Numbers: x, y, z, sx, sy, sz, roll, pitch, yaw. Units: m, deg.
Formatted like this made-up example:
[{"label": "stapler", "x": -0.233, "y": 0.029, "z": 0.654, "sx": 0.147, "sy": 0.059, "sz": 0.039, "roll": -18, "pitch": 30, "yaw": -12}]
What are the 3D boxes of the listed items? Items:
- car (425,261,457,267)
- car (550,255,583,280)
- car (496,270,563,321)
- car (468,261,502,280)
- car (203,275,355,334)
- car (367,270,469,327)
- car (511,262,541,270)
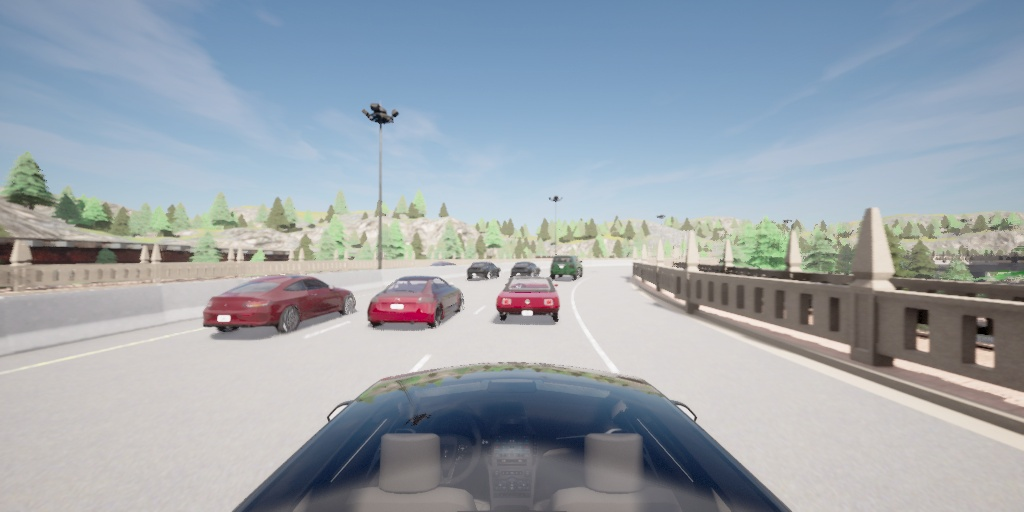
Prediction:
[{"label": "car", "x": -8.863, "y": 1.367, "z": 44.707, "sx": 2.033, "sy": 1.411, "sz": 5.357, "roll": 0, "pitch": 0, "yaw": 23}, {"label": "car", "x": 4.811, "y": 0.965, "z": 31.121, "sx": 2.150, "sy": 2.045, "sz": 5.566, "roll": 0, "pitch": 0, "yaw": 19}, {"label": "car", "x": 0.680, "y": 1.352, "z": 12.526, "sx": 1.895, "sy": 1.301, "sz": 4.718, "roll": 0, "pitch": 0, "yaw": 6}, {"label": "car", "x": -2.355, "y": 1.274, "z": 31.562, "sx": 1.837, "sy": 1.490, "sz": 4.892, "roll": -1, "pitch": 0, "yaw": 18}, {"label": "car", "x": -6.501, "y": 1.283, "z": 10.599, "sx": 1.812, "sy": 1.442, "sz": 4.674, "roll": 0, "pitch": 0, "yaw": 4}, {"label": "car", "x": -2.896, "y": 1.319, "z": 11.569, "sx": 1.994, "sy": 1.385, "sz": 4.181, "roll": 0, "pitch": 0, "yaw": 5}, {"label": "car", "x": 1.302, "y": 1.261, "z": 31.522, "sx": 1.837, "sy": 1.490, "sz": 4.892, "roll": -1, "pitch": 0, "yaw": 18}]
